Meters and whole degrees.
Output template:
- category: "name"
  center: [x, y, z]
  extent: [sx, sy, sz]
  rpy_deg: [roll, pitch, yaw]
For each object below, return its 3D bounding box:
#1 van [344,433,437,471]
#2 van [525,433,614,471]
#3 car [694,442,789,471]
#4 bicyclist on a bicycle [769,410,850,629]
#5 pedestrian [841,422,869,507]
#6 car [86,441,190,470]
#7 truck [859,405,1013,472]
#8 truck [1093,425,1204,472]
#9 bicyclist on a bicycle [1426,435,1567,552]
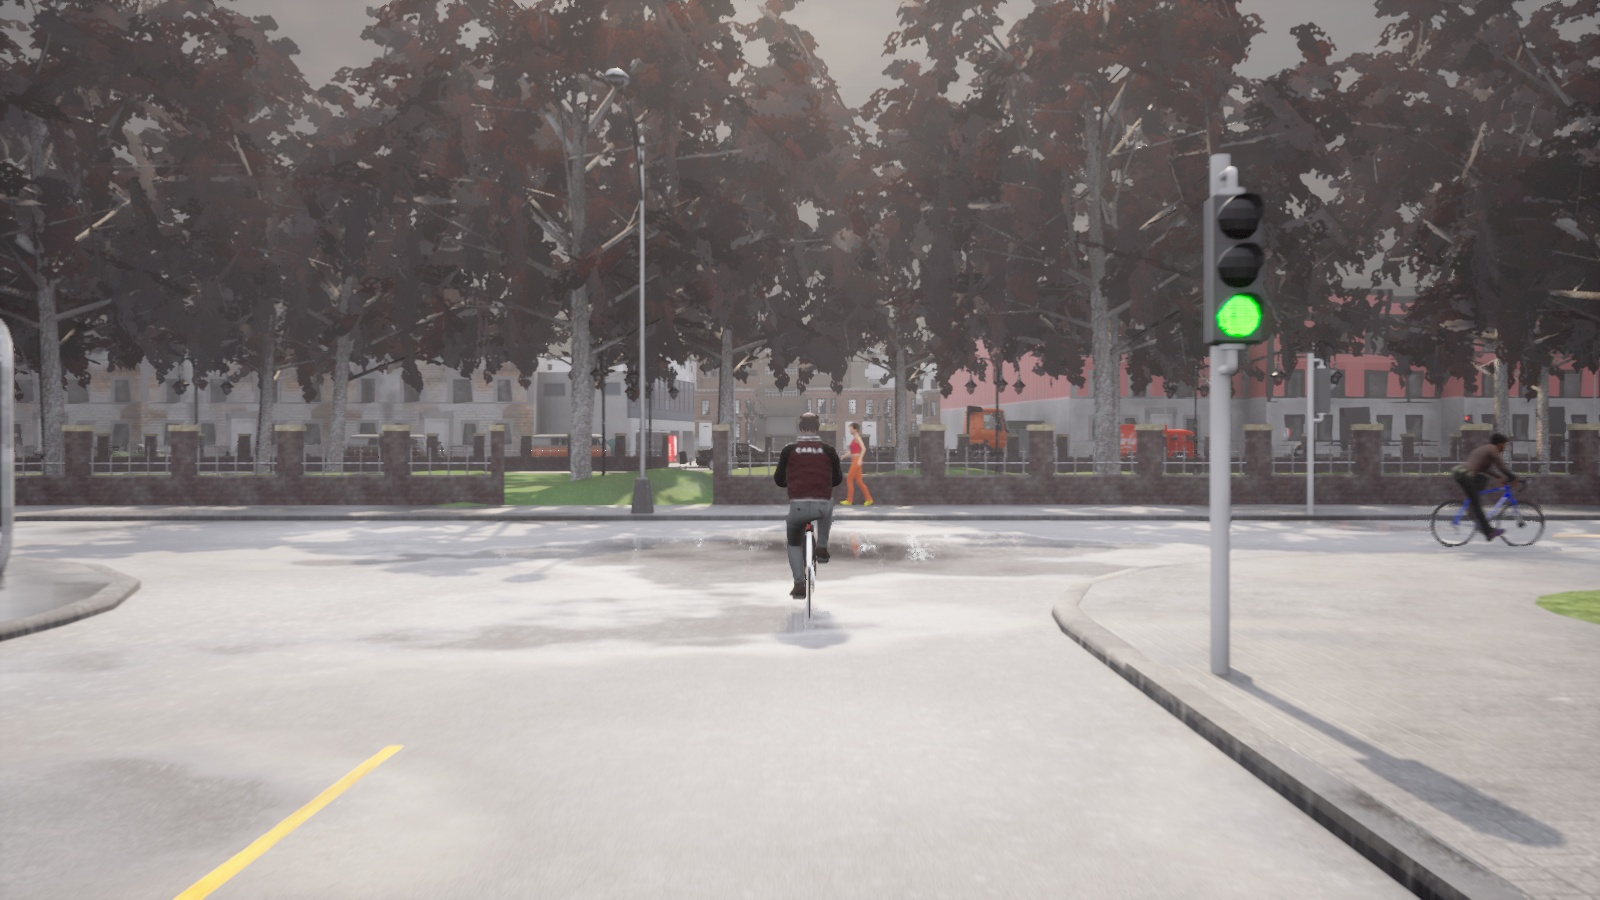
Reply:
- category: "van"
  center: [-21.920, 0.100, 67.313]
  extent: [4.442, 1.987, 1.775]
  rpy_deg: [0, 0, 0]
- category: "van"
  center: [-12.327, 0.111, 67.278]
  extent: [4.442, 1.987, 1.775]
  rpy_deg: [0, 0, 0]
- category: "car"
  center: [-3.095, 0.343, 67.237]
  extent: [5.008, 1.535, 1.882]
  rpy_deg: [0, 0, 0]
- category: "bicyclist on a bicycle"
  center: [0.082, 0.555, 11.112]
  extent: [0.659, 1.776, 1.843]
  rpy_deg: [0, 1, 0]
- category: "pedestrian"
  center: [1.200, 0.303, 27.280]
  extent: [0.594, 1.836, 0.345]
  rpy_deg: [0, 0, 0]
- category: "car"
  center: [-35.472, 0.286, 67.359]
  extent: [4.514, 1.525, 2.007]
  rpy_deg: [0, 0, 0]
- category: "truck"
  center: [7.176, -0.608, 67.182]
  extent: [7.936, 3.462, 2.891]
  rpy_deg: [0, 0, 0]
- category: "truck"
  center: [18.585, -0.103, 67.131]
  extent: [5.204, 2.467, 2.627]
  rpy_deg: [0, 0, 0]
- category: "bicyclist on a bicycle"
  center: [9.853, 0.607, 17.787]
  extent: [1.656, 1.620, 0.582]
  rpy_deg: [0, 1, -2]
